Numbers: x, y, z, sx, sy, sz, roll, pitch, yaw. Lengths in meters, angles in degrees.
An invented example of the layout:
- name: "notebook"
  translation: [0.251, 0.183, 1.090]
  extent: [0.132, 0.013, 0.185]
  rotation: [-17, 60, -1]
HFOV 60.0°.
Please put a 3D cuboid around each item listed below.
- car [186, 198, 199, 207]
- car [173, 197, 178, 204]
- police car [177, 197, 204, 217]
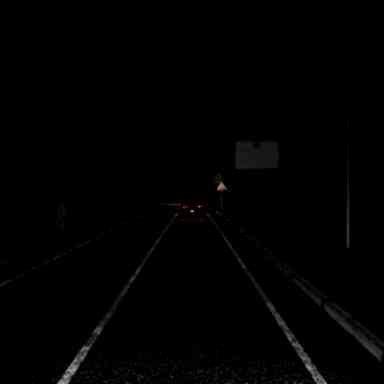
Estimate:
- name: "car"
  translation: [0.051, 1.678, 56.376]
  extent: [2.033, 1.411, 5.357]
  rotation: [0, -1, 0]
- name: "car"
  translation: [-2.937, 1.706, 70.419]
  extent: [1.812, 1.442, 4.674]
  rotation: [0, 0, 0]
- name: "police car"
  translation: [0.043, 1.391, 28.768]
  extent: [2.038, 1.542, 4.974]
  rotation: [0, -1, 1]
